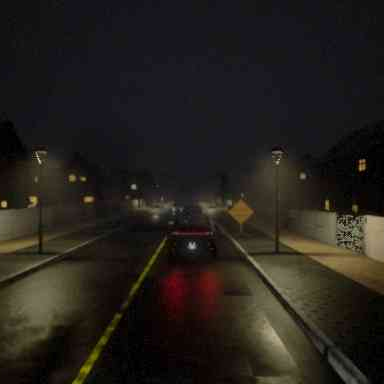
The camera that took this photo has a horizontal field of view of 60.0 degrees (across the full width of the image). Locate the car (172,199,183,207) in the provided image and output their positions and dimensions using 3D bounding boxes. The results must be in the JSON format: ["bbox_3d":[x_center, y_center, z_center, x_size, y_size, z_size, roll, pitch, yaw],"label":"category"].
[{"bbox_3d":[-2.763,2.177,64.602,1.812,1.442,4.674,0,-1,1],"label":"car"}]

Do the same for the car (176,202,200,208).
[{"bbox_3d":[0.012,1.836,27.553,2.033,1.411,5.357,0,-1,0],"label":"car"}]

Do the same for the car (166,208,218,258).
[{"bbox_3d":[0.019,1.636,13.510,2.128,1.511,4.902,0,0,0],"label":"car"}]

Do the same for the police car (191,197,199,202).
[{"bbox_3d":[0.839,2.333,92.052,1.930,1.638,5.238,0,-1,0],"label":"police car"}]

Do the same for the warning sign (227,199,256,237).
[{"bbox_3d":[2.505,1.295,16.957,1.300,1.860,1.060,-1,-2,0],"label":"warning sign"}]
